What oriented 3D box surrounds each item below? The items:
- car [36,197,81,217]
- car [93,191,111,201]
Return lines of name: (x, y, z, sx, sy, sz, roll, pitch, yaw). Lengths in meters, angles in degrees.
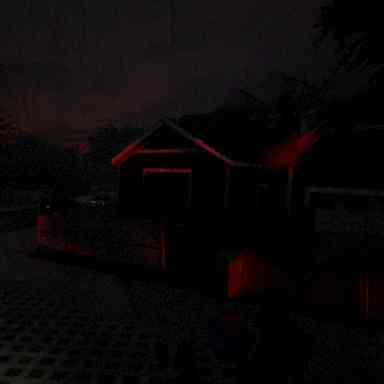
car: (-10.953, 1.141, 27.730, 2.097, 1.767, 4.553, 3, 1, 3)
car: (-14.303, 0.628, 52.850, 1.812, 1.442, 4.674, 3, 1, -3)
